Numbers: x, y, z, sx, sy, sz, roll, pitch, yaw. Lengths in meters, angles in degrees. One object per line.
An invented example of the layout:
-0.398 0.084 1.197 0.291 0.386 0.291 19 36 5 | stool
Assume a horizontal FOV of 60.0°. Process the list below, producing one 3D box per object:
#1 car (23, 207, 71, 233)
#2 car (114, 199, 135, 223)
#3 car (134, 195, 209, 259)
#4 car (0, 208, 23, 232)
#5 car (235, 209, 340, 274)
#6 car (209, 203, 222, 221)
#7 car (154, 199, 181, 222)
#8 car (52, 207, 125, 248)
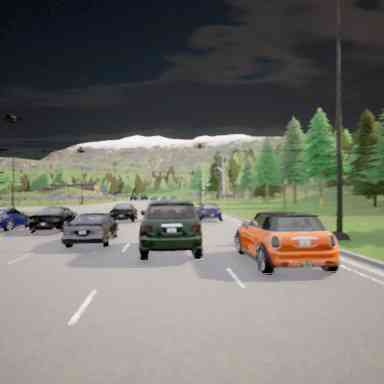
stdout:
-8.549 1.658 21.107 1.882 1.535 5.008 0 0 -5 | car
-5.581 1.666 27.742 1.882 1.535 5.008 0 0 -5 | car
-0.857 1.298 13.154 2.150 2.045 5.566 0 0 -5 | car
-12.094 1.739 21.559 1.812 1.442 4.674 0 0 -5 | car
2.817 1.382 10.878 2.097 1.767 4.553 0 0 -4 | car
1.403 1.656 28.246 1.812 1.442 4.674 0 0 -5 | car
-2.161 1.517 28.844 2.097 1.767 4.553 0 0 -5 | car
-4.561 1.665 15.555 2.033 1.411 5.357 0 0 -6 | car
